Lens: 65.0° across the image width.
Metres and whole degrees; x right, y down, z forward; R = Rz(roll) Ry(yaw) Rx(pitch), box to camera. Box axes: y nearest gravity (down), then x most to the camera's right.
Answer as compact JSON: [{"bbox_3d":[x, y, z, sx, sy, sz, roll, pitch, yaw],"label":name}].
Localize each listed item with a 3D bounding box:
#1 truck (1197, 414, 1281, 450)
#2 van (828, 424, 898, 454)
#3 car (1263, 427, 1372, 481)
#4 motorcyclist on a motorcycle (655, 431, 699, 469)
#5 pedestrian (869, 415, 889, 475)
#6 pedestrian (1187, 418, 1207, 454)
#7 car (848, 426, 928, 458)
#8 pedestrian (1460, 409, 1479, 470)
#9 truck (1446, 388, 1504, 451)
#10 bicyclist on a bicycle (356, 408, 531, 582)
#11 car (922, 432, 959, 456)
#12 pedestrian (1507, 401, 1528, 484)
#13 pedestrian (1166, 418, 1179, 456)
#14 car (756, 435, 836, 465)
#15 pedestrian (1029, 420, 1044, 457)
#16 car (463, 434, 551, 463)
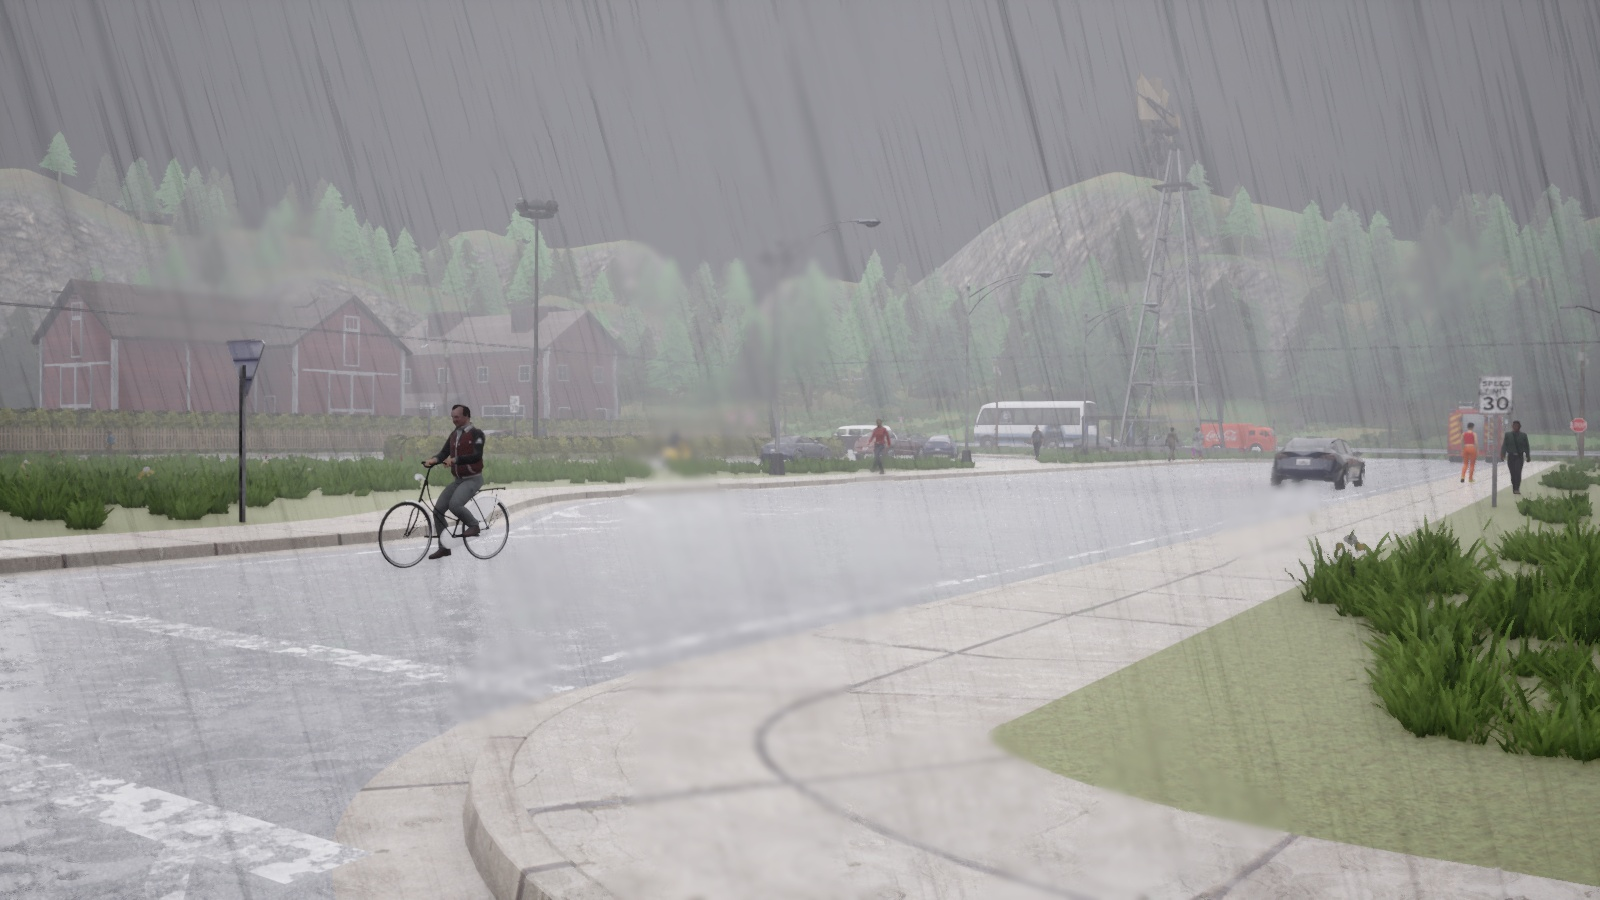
[{"bbox_3d":[31.828,-1.279,91.118,5.204,2.467,2.627,-1,1,34],"label":"truck"},{"bbox_3d":[4.297,-0.760,86.363,4.480,2.038,2.069,1,1,42],"label":"van"},{"bbox_3d":[15.454,0.081,37.342,2.163,1.488,4.792,0,1,33],"label":"car"},{"bbox_3d":[-5.233,0.001,53.537,0.866,1.590,1.817,0,1,37],"label":"motorcyclist on a motorcycle"},{"bbox_3d":[2.467,-0.170,39.172,0.331,1.846,0.636,0,1,32],"label":"pedestrian"},{"bbox_3d":[21.774,-0.751,68.871,0.873,1.952,0.659,-1,1,-43],"label":"pedestrian"},{"bbox_3d":[4.875,-0.472,68.735,2.152,1.651,5.027,0,1,33],"label":"car"},{"bbox_3d":[20.365,-0.319,38.201,0.345,1.836,0.594,0,1,45],"label":"pedestrian"},{"bbox_3d":[43.929,-1.945,81.574,2.891,3.827,8.468,0,1,31],"label":"truck"},{"bbox_3d":[-3.862,0.449,13.748,0.659,1.776,1.843,0,1,33],"label":"bicyclist on a bicycle"},{"bbox_3d":[8.682,-0.378,77.348,1.812,1.442,4.674,0,1,11],"label":"car"},{"bbox_3d":[16.972,-0.177,29.708,0.423,1.949,0.788,0,1,31],"label":"pedestrian"},{"bbox_3d":[19.364,-0.680,65.308,0.396,1.930,0.692,0,1,37],"label":"pedestrian"},{"bbox_3d":[-0.153,-0.036,61.021,1.994,1.385,4.181,0,1,32],"label":"car"},{"bbox_3d":[12.006,-0.596,63.757,0.540,1.848,0.694,0,1,26],"label":"pedestrian"},{"bbox_3d":[-15.961,-0.113,68.514,2.007,1.525,4.514,0,1,33],"label":"car"}]
